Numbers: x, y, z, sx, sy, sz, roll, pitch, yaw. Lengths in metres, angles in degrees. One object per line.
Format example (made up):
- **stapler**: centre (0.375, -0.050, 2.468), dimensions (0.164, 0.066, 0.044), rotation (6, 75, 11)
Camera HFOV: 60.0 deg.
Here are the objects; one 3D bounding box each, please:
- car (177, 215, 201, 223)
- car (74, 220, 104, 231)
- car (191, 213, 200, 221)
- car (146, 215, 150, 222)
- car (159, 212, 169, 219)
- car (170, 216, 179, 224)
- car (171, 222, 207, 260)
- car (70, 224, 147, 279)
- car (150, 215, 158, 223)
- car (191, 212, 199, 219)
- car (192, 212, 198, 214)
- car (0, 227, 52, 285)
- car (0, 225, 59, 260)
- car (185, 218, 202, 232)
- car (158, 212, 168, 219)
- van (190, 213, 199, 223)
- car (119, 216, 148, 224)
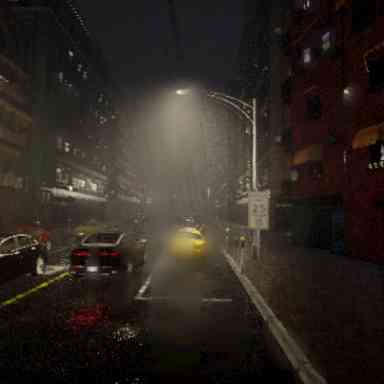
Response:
- **car**: centre (0.049, 3.025, 27.685), dimensions (1.967, 1.590, 4.097), rotation (2, -3, 1)
- **car**: centre (-8.337, 2.982, 27.581), dimensions (1.752, 1.417, 4.829), rotation (2, -3, 1)
- **car**: centre (0.738, 5.842, 77.467), dimensions (1.967, 1.590, 4.097), rotation (2, -3, 1)
- **car**: centre (-8.024, 4.162, 49.881), dimensions (1.967, 1.590, 4.097), rotation (2, -3, 1)
- **car**: centre (-7.484, 6.222, 88.606), dimensions (2.192, 1.841, 5.009), rotation (2, -3, 1)
- **car**: centre (-2.244, 4.385, 50.824), dimensions (1.812, 1.442, 4.674), rotation (1, -3, 1)
- **car**: centre (-0.106, 2.489, 16.788), dimensions (1.752, 1.417, 4.829), rotation (2, -3, 1)
- **car**: centre (-2.901, 2.179, 12.399), dimensions (1.837, 1.490, 4.892), rotation (0, -3, 2)
- **car**: centre (-7.874, 4.892, 60.937), dimensions (1.887, 1.381, 4.507), rotation (2, -3, 1)
- **car**: centre (0.972, 6.651, 94.067), dimensions (2.192, 1.841, 5.009), rotation (2, -3, 1)
- **car**: centre (0.508, 4.905, 60.873), dimensions (1.967, 1.590, 4.097), rotation (2, -3, 1)
- **car**: centre (-6.005, 1.984, 9.807), dimensions (1.837, 1.490, 4.892), rotation (1, -3, 1)
- **car**: centre (-8.488, 2.417, 16.685), dimensions (1.802, 1.307, 4.206), rotation (2, -3, 1)
- **car**: centre (0.197, 3.796, 38.739), dimensions (1.802, 1.307, 4.206), rotation (2, -3, 1)
- **car**: centre (-7.569, 6.146, 83.062), dimensions (2.008, 1.369, 4.403), rotation (2, -3, 1)
- **van**: centre (0.588, 5.119, 66.409), dimensions (1.690, 1.788, 3.998), rotation (2, -3, 1)
- **car**: centre (-5.717, 3.196, 30.296), dimensions (2.033, 1.411, 5.357), rotation (1, -3, 1)
